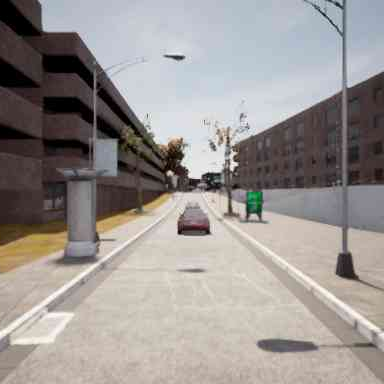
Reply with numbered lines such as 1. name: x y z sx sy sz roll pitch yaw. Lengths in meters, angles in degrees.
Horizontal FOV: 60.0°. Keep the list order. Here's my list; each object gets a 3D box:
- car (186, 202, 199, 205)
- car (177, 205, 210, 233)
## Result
1. car: 0.098 1.820 38.925 2.033 1.411 5.357 0 0 0
2. car: 0.100 1.763 21.056 1.994 1.385 4.181 0 -1 0
